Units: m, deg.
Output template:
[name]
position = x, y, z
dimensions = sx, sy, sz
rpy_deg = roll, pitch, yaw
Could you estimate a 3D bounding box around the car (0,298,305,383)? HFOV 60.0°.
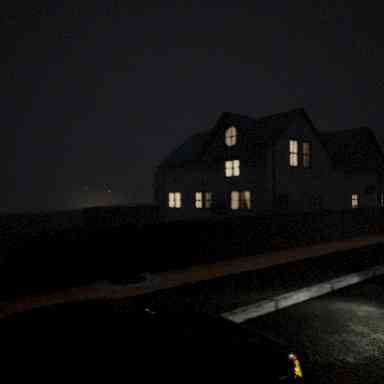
[car]
position = -1.035, 1.609, 2.294
dimensions = 4.181, 1.385, 1.994
rpy_deg = -1, -1, -37
